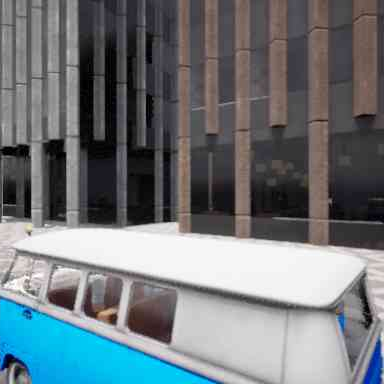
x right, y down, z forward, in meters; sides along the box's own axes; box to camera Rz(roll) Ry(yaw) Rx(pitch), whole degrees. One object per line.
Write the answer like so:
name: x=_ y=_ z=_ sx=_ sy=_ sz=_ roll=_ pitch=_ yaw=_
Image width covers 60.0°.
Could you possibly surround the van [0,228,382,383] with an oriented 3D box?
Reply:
van: x=-0.362 y=1.338 z=3.225 sx=3.998 sy=1.788 sz=1.690 roll=0 pitch=0 yaw=35
